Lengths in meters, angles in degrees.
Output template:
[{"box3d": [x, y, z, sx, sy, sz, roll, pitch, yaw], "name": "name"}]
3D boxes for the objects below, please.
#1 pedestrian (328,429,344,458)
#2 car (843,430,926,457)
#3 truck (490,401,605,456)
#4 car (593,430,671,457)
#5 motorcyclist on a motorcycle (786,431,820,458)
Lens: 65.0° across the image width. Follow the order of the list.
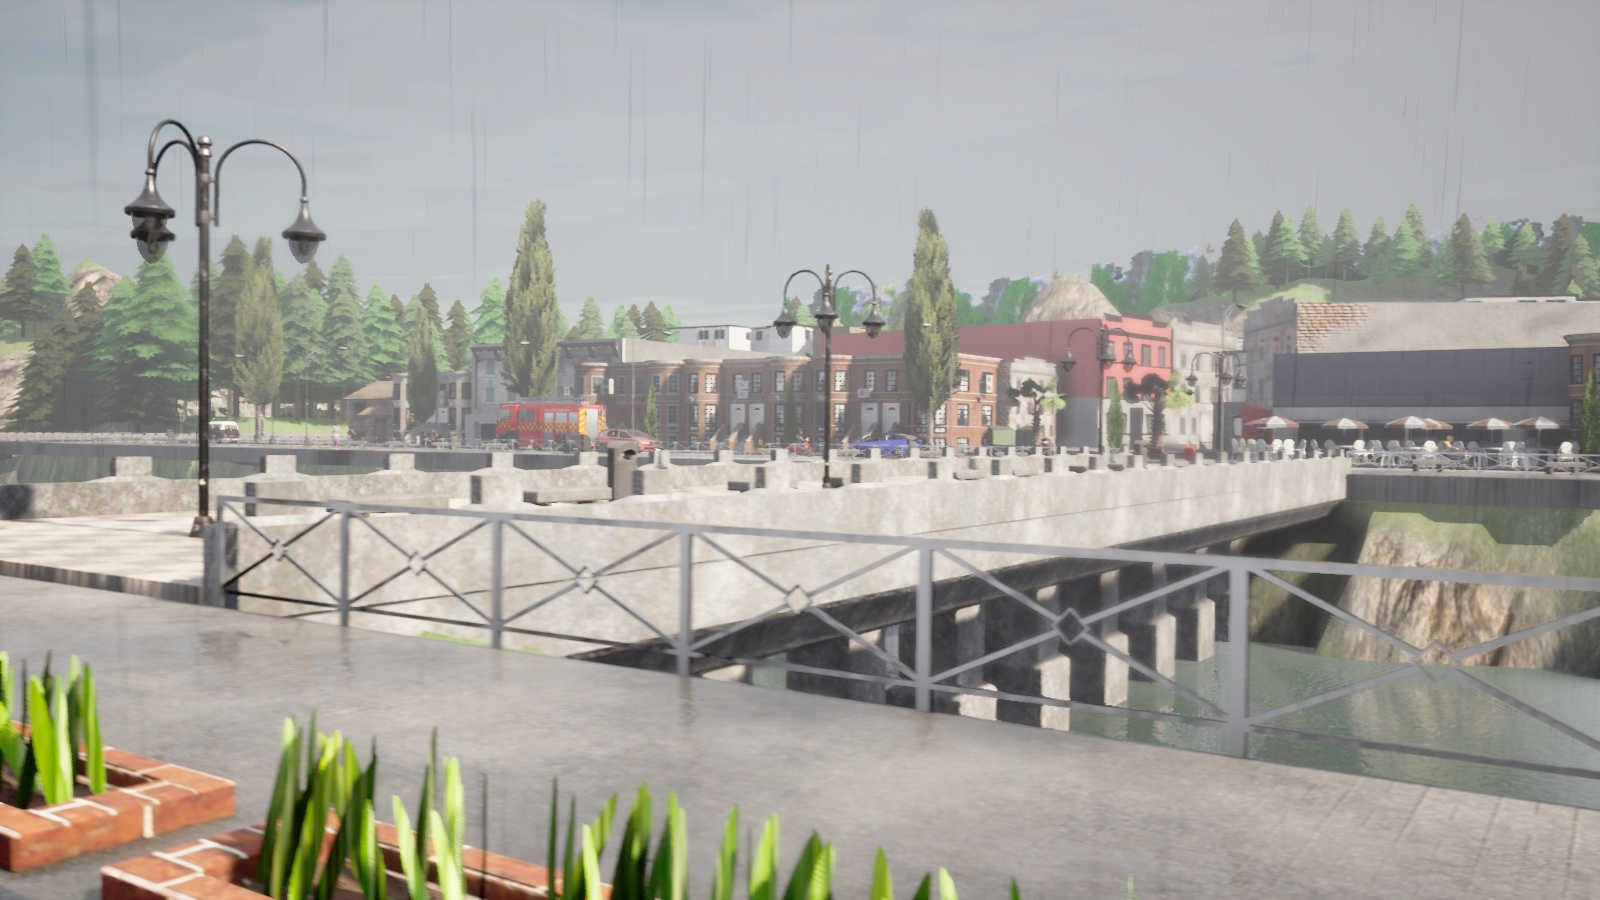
[{"box3d": [-32.243, -0.458, 87.328, 0.873, 1.952, 0.659, 0, 1, 38], "name": "pedestrian"}, {"box3d": [5.027, -0.390, 74.918, 4.514, 1.525, 2.007, 0, 1, 34], "name": "car"}, {"box3d": [-18.190, -1.501, 90.312, 8.468, 3.827, 2.891, 0, 1, 34], "name": "truck"}, {"box3d": [-10.827, -0.427, 80.642, 4.611, 1.667, 2.242, 0, 1, 34], "name": "car"}, {"box3d": [0.177, -0.318, 73.339, 1.817, 1.590, 0.866, 0, 1, 34], "name": "motorcyclist on a motorcycle"}]
